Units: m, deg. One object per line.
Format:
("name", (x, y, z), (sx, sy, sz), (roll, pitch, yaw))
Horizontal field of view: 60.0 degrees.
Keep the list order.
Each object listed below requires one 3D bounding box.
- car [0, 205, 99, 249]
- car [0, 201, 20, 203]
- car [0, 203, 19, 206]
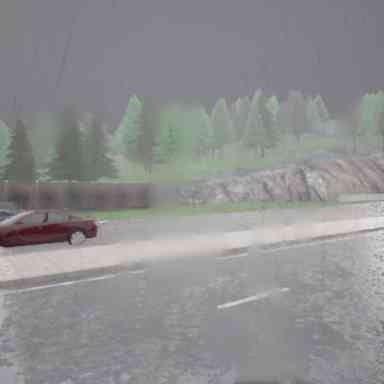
("car", (-6.395, 1.461, 13.552), (5.008, 1.535, 1.882), (0, 0, -35))
("car", (-11.623, 1.348, 18.425), (4.553, 1.767, 2.097), (-1, 0, -35))
("car", (-9.800, 1.489, 15.428), (4.902, 1.511, 2.128), (-1, 0, -35))
